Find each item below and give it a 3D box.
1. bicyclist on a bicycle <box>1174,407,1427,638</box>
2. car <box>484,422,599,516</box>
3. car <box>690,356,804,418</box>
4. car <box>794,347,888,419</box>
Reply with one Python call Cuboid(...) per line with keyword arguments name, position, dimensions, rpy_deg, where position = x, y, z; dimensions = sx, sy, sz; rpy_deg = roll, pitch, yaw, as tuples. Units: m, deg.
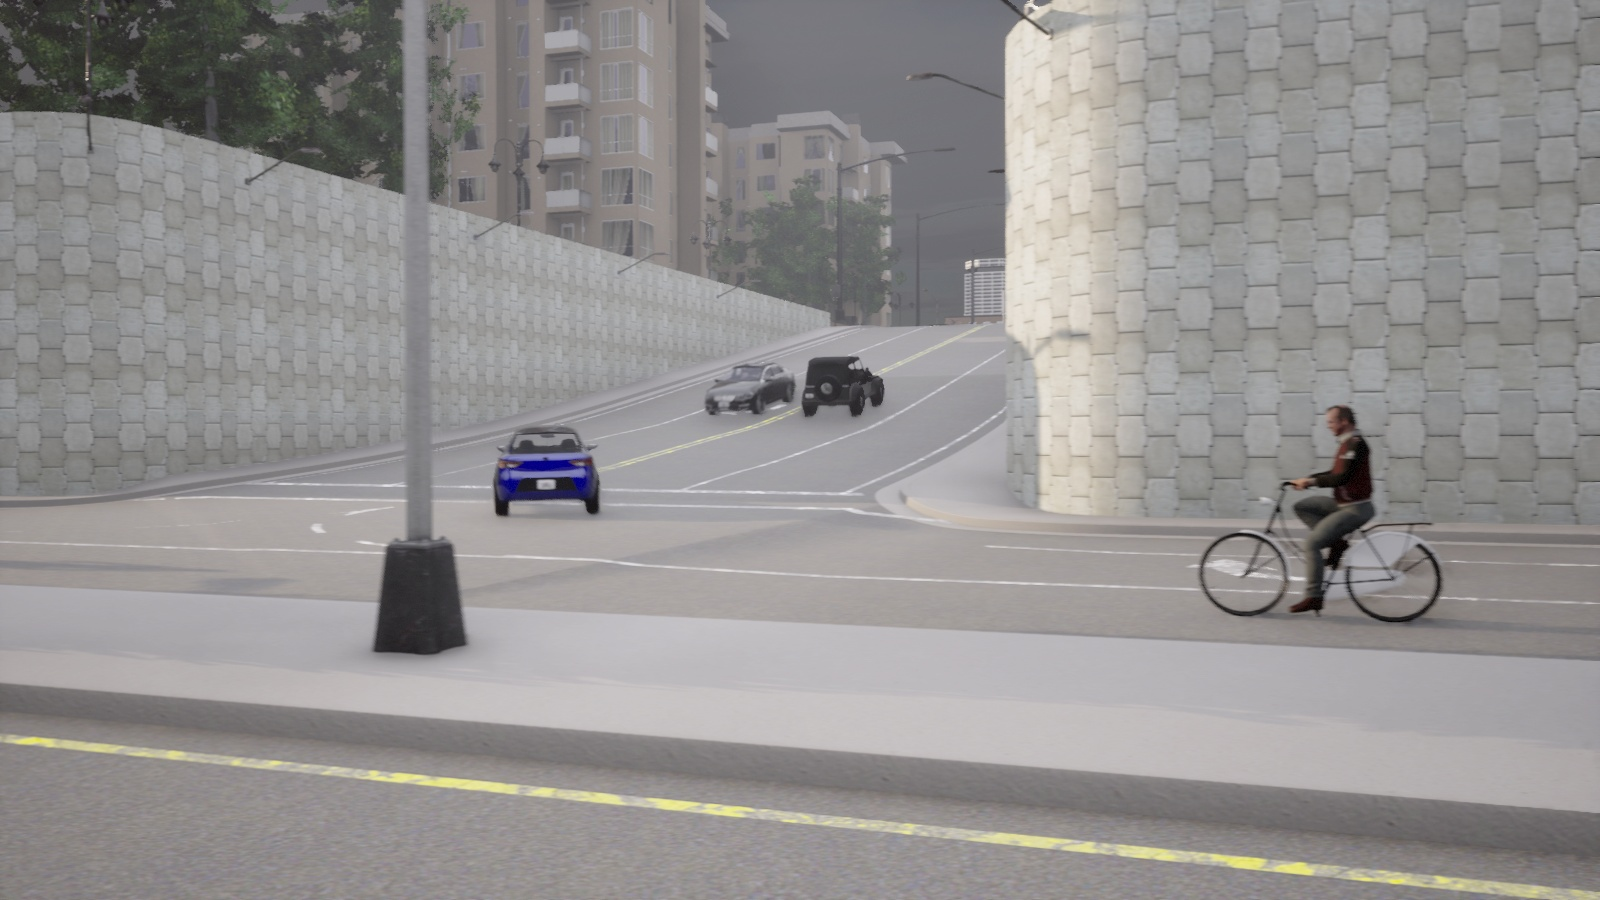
Cuboid(name="bicyclist on a bicycle", position=(4.041, 0.548, 10.272), dimensions=(1.843, 1.776, 0.659), rpy_deg=(1, 1, 19))
Cuboid(name="car", position=(-4.573, 0.261, 22.571), dimensions=(1.816, 1.474, 4.193), rpy_deg=(-1, 2, -10))
Cuboid(name="car", position=(-1.700, -2.189, 42.799), dimensions=(2.128, 1.511, 4.902), rpy_deg=(1, 10, 20))
Cuboid(name="car", position=(1.393, -2.214, 41.055), dimensions=(1.905, 1.878, 3.866), rpy_deg=(1, 10, 20))
